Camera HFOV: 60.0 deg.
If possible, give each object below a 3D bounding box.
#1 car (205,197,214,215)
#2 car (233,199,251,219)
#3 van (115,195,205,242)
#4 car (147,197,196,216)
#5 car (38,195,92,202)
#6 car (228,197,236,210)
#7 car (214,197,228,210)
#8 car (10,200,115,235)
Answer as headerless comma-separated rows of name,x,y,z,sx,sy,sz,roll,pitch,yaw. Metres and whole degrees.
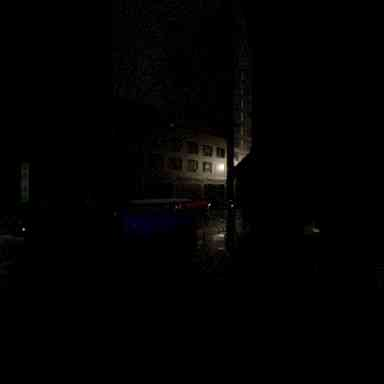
car,-0.578,1.062,26.595,2.097,1.767,4.553,0,1,36
car,5.180,1.280,24.563,2.008,1.369,4.403,1,1,36
van,-1.336,1.208,15.430,1.690,1.788,3.998,1,1,36
car,-1.758,1.215,29.516,1.887,1.381,4.507,1,2,36
car,-8.274,1.123,20.382,2.192,1.841,5.009,1,1,36
car,5.424,1.074,34.988,2.128,1.511,4.902,0,1,36
car,1.502,1.167,34.082,1.947,1.339,4.313,1,2,36
car,-6.562,1.384,18.214,2.033,1.411,5.357,0,1,36
